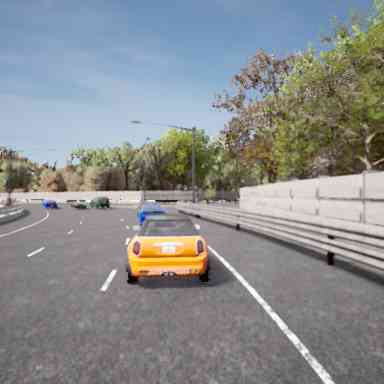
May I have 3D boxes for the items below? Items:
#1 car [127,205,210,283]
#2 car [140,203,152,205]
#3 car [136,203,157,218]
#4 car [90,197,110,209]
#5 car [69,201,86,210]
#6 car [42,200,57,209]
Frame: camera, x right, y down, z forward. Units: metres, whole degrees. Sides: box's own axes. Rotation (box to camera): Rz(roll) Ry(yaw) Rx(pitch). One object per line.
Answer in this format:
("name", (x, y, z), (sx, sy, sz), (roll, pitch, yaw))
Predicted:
("car", (-0.766, 1.451, 10.260), (2.097, 1.767, 4.553), (0, -1, -5))
("car", (-3.117, 1.731, 25.718), (1.882, 1.535, 5.008), (0, 0, -10))
("car", (-4.904, 1.900, 35.585), (2.033, 1.411, 5.357), (0, -1, -9))
("car", (-15.530, 1.803, 55.926), (2.150, 2.045, 5.566), (0, -1, -30))
("car", (-18.830, 2.182, 54.637), (1.895, 1.301, 4.718), (0, -1, -31))
("car", (-24.448, 2.101, 57.010), (1.882, 1.535, 5.008), (0, -1, -32))
